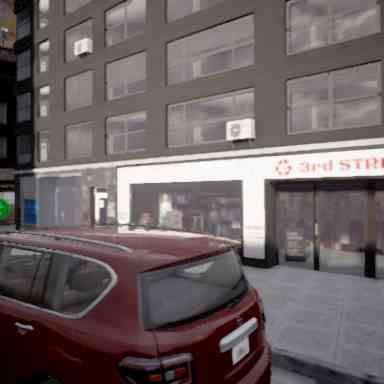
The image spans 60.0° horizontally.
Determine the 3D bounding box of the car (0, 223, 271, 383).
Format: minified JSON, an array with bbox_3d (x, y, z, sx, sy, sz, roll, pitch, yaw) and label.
[{"bbox_3d":[-1.566,1.311,3.977,5.009,1.841,2.192,0,0,36],"label":"car"}]
